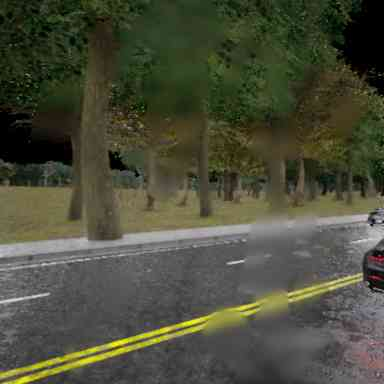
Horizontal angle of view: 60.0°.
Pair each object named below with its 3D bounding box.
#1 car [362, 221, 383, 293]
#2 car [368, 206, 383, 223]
[{"bbox_3d":[5.766,1.484,7.554,4.892,1.490,1.837,0,0,-36],"label":"car"},{"bbox_3d":[12.939,1.426,20.883,4.902,1.511,2.128,0,0,-35],"label":"car"}]
